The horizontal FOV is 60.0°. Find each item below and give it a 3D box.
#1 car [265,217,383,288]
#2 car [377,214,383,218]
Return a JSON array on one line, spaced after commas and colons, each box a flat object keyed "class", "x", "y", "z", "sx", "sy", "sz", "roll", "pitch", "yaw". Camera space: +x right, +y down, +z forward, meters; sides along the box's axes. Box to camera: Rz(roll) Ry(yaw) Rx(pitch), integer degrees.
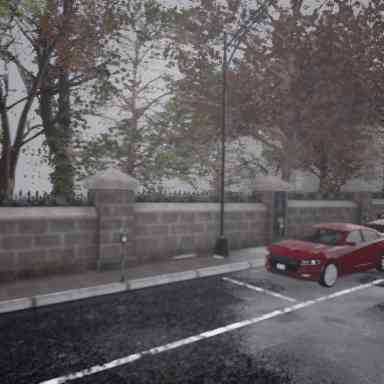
[{"class": "car", "x": 4.003, "y": 1.579, "z": 9.397, "sx": 4.507, "sy": 1.381, "sz": 1.887, "roll": 0, "pitch": 1, "yaw": -35}, {"class": "car", "x": 8.502, "y": 1.372, "z": 12.602, "sx": 5.009, "sy": 1.841, "sz": 2.192, "roll": 0, "pitch": 1, "yaw": -35}]
